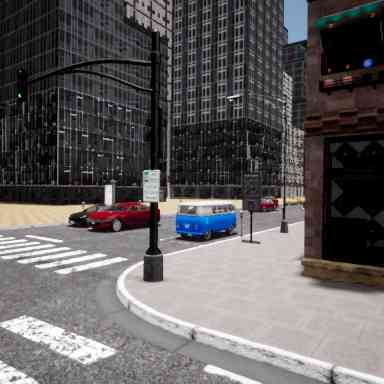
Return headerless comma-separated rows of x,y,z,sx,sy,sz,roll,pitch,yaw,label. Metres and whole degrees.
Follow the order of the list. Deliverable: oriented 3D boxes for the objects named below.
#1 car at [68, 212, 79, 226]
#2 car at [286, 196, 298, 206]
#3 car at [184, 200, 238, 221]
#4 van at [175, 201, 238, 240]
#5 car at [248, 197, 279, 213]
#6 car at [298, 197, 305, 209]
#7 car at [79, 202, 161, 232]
-5.972,1.470,21.896,1.947,1.339,4.313,1,1,36,car
16.430,1.367,53.279,1.752,1.417,4.829,1,1,36,car
1.767,1.472,28.273,2.033,1.411,5.357,1,1,36,car
0.852,1.370,17.025,1.690,1.788,3.998,1,1,36,van
7.764,1.508,36.667,1.895,1.301,4.718,1,1,36,car
15.640,1.431,42.307,2.128,1.511,4.902,1,1,36,car
-3.985,1.421,20.214,1.882,1.535,5.008,1,1,34,car
